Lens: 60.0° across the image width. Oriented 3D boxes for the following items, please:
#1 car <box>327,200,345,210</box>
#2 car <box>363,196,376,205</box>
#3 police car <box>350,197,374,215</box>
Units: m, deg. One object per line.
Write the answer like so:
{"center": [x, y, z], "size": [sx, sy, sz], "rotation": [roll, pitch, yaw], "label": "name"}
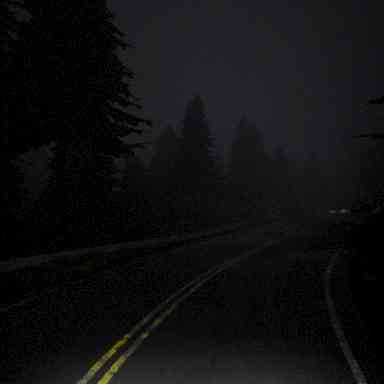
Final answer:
{"center": [23.346, 2.110, 53.422], "size": [1.882, 1.535, 5.008], "rotation": [-2, -1, 28], "label": "car"}
{"center": [25.022, 1.640, 47.672], "size": [2.150, 2.045, 5.566], "rotation": [-3, -2, 31], "label": "car"}
{"center": [19.867, 1.770, 39.146], "size": [1.930, 1.638, 5.238], "rotation": [-3, -2, 31], "label": "police car"}
